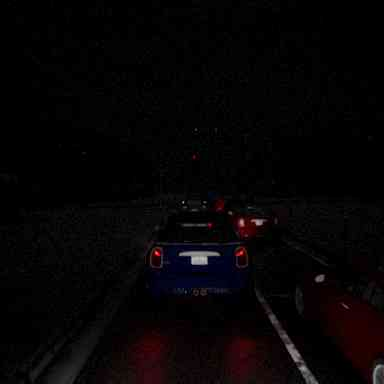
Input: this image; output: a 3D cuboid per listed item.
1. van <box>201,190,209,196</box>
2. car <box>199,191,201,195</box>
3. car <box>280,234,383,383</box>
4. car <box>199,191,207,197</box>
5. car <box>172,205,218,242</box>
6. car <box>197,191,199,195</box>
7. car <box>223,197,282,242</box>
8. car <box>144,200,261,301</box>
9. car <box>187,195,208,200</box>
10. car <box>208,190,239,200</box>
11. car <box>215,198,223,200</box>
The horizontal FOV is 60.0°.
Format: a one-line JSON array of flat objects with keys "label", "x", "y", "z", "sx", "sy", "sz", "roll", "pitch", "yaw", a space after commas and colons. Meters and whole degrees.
[{"label": "van", "x": 2.758, "y": 0.686, "z": 52.255, "sx": 1.690, "sy": 1.788, "sz": 3.998, "roll": -1, "pitch": 1, "yaw": 0}, {"label": "car", "x": 2.771, "y": 0.598, "z": 57.660, "sx": 2.192, "sy": 1.841, "sz": 5.009, "roll": -1, "pitch": 1, "yaw": 0}, {"label": "car", "x": 2.641, "y": 1.522, "z": 4.290, "sx": 1.802, "sy": 1.307, "sz": 4.206, "roll": -1, "pitch": 1, "yaw": 0}, {"label": "car", "x": 2.842, "y": 0.537, "z": 84.694, "sx": 1.887, "sy": 1.381, "sz": 4.507, "roll": -1, "pitch": 1, "yaw": 0}, {"label": "car", "x": 0.136, "y": 1.385, "z": 16.185, "sx": 1.895, "sy": 1.301, "sz": 4.718, "roll": 0, "pitch": 1, "yaw": 0}, {"label": "car", "x": 2.828, "y": 0.599, "z": 79.287, "sx": 2.008, "sy": 1.369, "sz": 4.403, "roll": -1, "pitch": 1, "yaw": 0}, {"label": "car", "x": 2.666, "y": 1.239, "z": 15.093, "sx": 1.967, "sy": 1.590, "sz": 4.097, "roll": -1, "pitch": 1, "yaw": 0}, {"label": "car", "x": 0.103, "y": 1.241, "z": 8.193, "sx": 2.097, "sy": 1.767, "sz": 4.553, "roll": 0, "pitch": 1, "yaw": -1}, {"label": "car", "x": 0.169, "y": 1.222, "z": 26.196, "sx": 1.994, "sy": 1.385, "sz": 4.181, "roll": 0, "pitch": 1, "yaw": -1}, {"label": "car", "x": 2.692, "y": 0.977, "z": 25.895, "sx": 2.192, "sy": 1.841, "sz": 5.009, "roll": -1, "pitch": 1, "yaw": 0}, {"label": "car", "x": 2.681, "y": 1.296, "z": 20.496, "sx": 1.947, "sy": 1.339, "sz": 4.313, "roll": -1, "pitch": 1, "yaw": 0}]
